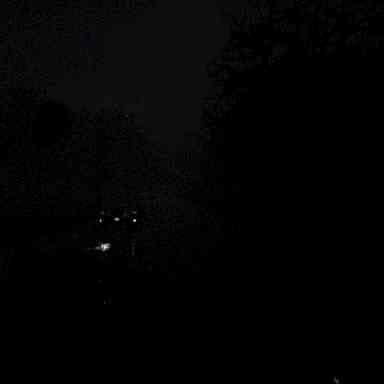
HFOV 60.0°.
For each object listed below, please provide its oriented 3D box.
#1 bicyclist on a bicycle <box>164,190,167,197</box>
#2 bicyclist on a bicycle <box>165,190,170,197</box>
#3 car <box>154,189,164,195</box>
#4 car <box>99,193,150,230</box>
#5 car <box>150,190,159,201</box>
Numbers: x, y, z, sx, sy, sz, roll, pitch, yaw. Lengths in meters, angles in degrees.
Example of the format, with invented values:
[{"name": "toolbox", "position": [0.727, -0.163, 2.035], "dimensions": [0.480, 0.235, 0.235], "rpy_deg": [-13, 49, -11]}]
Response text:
[{"name": "bicyclist on a bicycle", "position": [-6.705, 0.350, 85.319], "dimensions": [0.582, 1.620, 1.656], "rpy_deg": [0, 1, -10]}, {"name": "bicyclist on a bicycle", "position": [-5.514, 0.458, 78.352], "dimensions": [0.866, 1.612, 1.509], "rpy_deg": [0, 3, -9]}, {"name": "car", "position": [-8.720, 0.211, 91.235], "dimensions": [2.033, 1.411, 5.357], "rpy_deg": [0, 1, -11]}, {"name": "car", "position": [-4.083, 1.065, 20.329], "dimensions": [2.150, 2.045, 5.566], "rpy_deg": [0, 1, -3]}, {"name": "car", "position": [-7.576, 0.839, 61.601], "dimensions": [2.033, 1.411, 5.357], "rpy_deg": [0, 1, -7]}]
